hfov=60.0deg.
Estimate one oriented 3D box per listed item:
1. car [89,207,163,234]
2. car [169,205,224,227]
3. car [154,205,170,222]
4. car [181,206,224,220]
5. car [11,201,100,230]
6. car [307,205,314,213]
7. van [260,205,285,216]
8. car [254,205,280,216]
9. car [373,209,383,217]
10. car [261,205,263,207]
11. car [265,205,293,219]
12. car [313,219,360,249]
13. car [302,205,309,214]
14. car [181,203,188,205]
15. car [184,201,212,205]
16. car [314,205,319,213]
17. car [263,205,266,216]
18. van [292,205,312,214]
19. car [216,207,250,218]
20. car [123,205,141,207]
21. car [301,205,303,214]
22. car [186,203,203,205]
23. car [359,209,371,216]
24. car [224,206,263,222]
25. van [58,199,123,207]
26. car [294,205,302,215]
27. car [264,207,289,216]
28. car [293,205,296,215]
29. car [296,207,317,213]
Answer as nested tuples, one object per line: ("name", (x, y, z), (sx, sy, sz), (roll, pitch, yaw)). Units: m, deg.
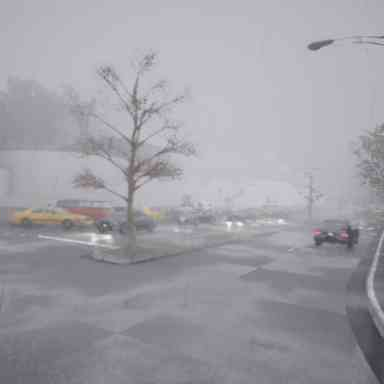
("car", (-4.121, 1.859, 21.315), (1.994, 1.385, 4.181), (1, -2, 31))
("car", (0.479, 2.140, 28.951), (2.128, 1.511, 4.902), (1, -2, 31))
("car", (-5.007, 1.959, 29.840), (5.366, 1.575, 1.946), (1, -2, 11))
("car", (1.306, 2.457, 40.033), (4.892, 1.521, 2.231), (1, -2, 11))
("car", (-9.246, 1.613, 22.111), (5.366, 1.575, 1.946), (1, -2, 11))
("car", (25.848, 4.190, 80.923), (5.566, 2.045, 2.435), (1, -1, 11))
("van", (15.245, 3.438, 63.012), (4.442, 1.987, 1.878), (1, -2, 11))
("car", (13.617, 3.404, 60.456), (4.553, 1.767, 2.185), (1, -2, 11))
("car", (42.904, 4.898, 76.530), (1.882, 1.535, 5.008), (1, -1, 31))
("car", (7.630, 2.981, 50.207), (5.366, 1.575, 1.946), (1, -2, 11))
("car", (13.062, 3.206, 49.765), (1.837, 1.490, 4.892), (1, -2, 31))
("car", (8.115, 2.218, 18.532), (2.033, 1.411, 5.357), (1, -2, 31))
("car", (24.337, 4.382, 78.355), (4.674, 1.452, 2.002), (1, -1, 11))
("car", (-3.285, 2.087, 32.358), (4.892, 1.521, 2.231), (1, -2, 11))
("car", (-0.245, 2.077, 37.479), (5.566, 2.045, 2.435), (1, -2, 11))
("car", (28.978, 4.381, 86.034), (5.566, 2.045, 2.435), (1, -2, 11))
("car", (8.951, 3.148, 52.796), (4.792, 1.488, 2.163), (1, -2, 11))
("van", (27.529, 4.314, 83.460), (4.442, 1.987, 1.878), (1, -2, 11))
("car", (5.915, 2.886, 47.682), (4.674, 1.452, 2.002), (1, -2, 11))
("car", (-6.389, 1.877, 27.254), (4.792, 1.488, 2.163), (1, -2, 11))
("car", (21.292, 4.164, 73.239), (4.792, 1.488, 2.163), (1, -2, 11))
("car", (-1.760, 2.206, 34.921), (5.008, 1.535, 2.097), (1, -2, 11))
("car", (40.331, 4.889, 78.074), (2.128, 1.511, 4.902), (1, -1, 31))
("car", (5.829, 2.623, 37.780), (2.033, 1.411, 5.357), (1, -2, 32))
("van", (-7.773, 1.507, 24.685), (4.442, 1.987, 1.878), (1, -2, 11))
("car", (19.911, 4.022, 70.658), (5.366, 1.575, 1.946), (1, -2, 11))
("car", (16.658, 3.824, 65.568), (4.674, 1.452, 2.002), (1, -2, 11))
("car", (18.160, 3.937, 68.130), (4.792, 1.488, 2.163), (1, -2, 11))
("car", (30.485, 4.727, 88.580), (4.892, 1.521, 2.231), (1, -1, 11))
